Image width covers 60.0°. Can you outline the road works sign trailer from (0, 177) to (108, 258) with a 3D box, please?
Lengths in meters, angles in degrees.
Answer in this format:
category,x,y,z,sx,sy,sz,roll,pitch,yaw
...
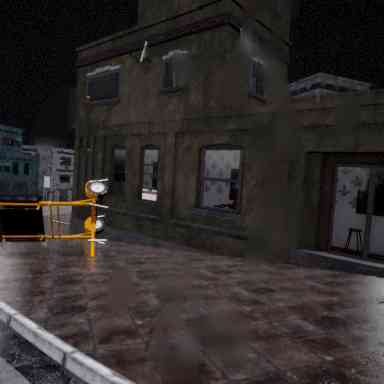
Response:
category,x,y,z,sx,sy,sz,roll,pitch,yaw
road works sign trailer,-4.861,1.155,11.776,3.560,2.380,2.880,2,43,-17
